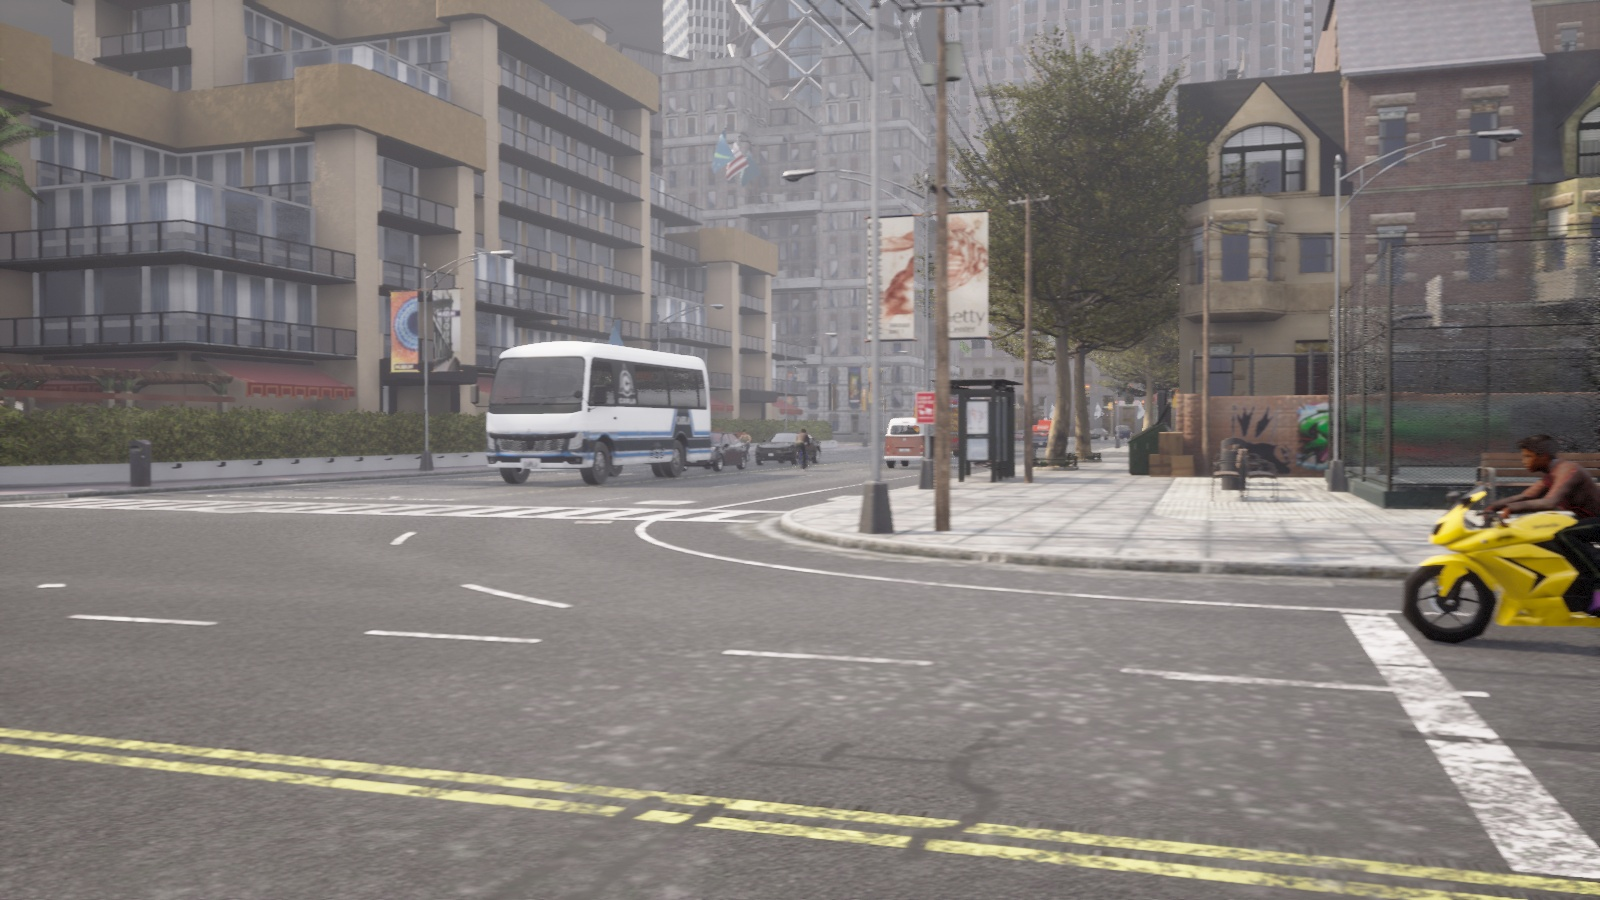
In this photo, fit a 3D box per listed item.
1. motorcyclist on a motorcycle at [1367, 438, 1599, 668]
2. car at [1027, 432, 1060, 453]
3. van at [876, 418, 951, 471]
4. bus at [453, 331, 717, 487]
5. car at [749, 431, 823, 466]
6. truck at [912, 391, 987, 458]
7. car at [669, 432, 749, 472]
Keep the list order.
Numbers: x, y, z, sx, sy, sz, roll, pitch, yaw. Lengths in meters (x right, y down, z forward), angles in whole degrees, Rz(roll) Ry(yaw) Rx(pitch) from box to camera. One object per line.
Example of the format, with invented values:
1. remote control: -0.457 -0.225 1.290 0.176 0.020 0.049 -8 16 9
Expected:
1. motorcyclist on a motorcycle: 5.166 0.686 8.865 2.044 1.523 0.797 1 1 20
2. car: 17.486 -0.538 90.197 1.816 1.474 4.193 1 1 18
3. van: 4.705 -0.256 51.408 2.069 2.038 4.480 1 1 18
4. bus: -6.359 -1.211 39.773 3.944 4.253 10.273 1 1 18
5. car: -0.571 -0.118 57.439 1.882 1.535 5.008 1 1 18
6. truck: 9.151 -1.519 75.911 2.891 3.827 8.468 1 1 18
7. car: -3.466 0.050 48.573 1.845 1.501 3.633 1 1 18
